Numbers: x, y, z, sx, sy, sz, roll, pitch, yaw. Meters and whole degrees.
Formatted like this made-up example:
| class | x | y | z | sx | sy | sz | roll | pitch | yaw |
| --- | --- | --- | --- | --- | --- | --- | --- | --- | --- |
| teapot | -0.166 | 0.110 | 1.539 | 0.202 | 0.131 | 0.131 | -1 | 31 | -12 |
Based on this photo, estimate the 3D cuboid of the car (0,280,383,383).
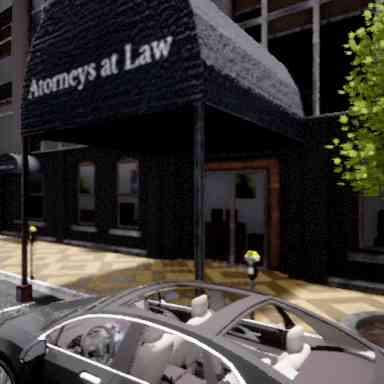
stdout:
| class | x | y | z | sx | sy | sz | roll | pitch | yaw |
| --- | --- | --- | --- | --- | --- | --- | --- | --- | --- |
| car | -0.263 | 1.549 | 3.063 | 4.403 | 1.369 | 2.008 | 0 | 0 | 36 |
